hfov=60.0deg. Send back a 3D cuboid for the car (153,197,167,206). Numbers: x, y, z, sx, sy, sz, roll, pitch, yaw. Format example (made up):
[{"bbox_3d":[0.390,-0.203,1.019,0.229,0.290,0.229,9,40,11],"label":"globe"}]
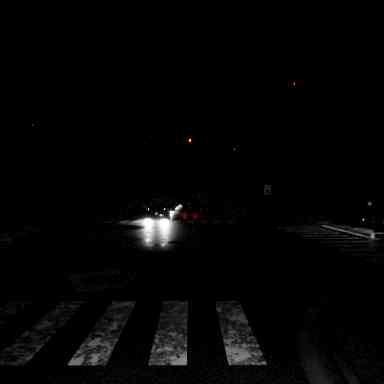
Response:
[{"bbox_3d":[-5.603,1.633,58.186,2.008,1.369,4.403,0,0,0],"label":"car"}]

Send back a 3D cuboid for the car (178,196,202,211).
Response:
[{"bbox_3d":[-0.184,1.538,40.464,2.128,1.511,4.902,0,0,0],"label":"car"}]

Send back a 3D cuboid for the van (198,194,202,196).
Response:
[{"bbox_3d":[2.422,1.424,58.168,1.690,1.788,3.998,0,0,0],"label":"van"}]

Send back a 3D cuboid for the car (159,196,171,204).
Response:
[{"bbox_3d":[-5.578,1.551,69.207,1.967,1.590,4.097,0,0,0],"label":"car"}]

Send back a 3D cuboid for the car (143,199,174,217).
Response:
[{"bbox_3d":[-3.143,1.634,32.022,1.895,1.301,4.718,0,0,1],"label":"car"}]

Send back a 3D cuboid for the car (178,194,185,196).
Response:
[{"bbox_3d":[-3.009,1.584,62.043,2.128,1.511,4.902,0,0,1],"label":"car"}]

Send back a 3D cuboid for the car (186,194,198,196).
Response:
[{"bbox_3d":[-0.096,1.669,66.894,1.994,1.385,4.181,0,0,0],"label":"car"}]

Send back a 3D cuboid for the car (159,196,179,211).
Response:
[{"bbox_3d":[-3.097,1.614,41.978,1.994,1.385,4.181,0,0,1],"label":"car"}]

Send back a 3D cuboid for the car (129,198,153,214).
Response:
[{"bbox_3d":[-5.652,1.480,36.143,1.967,1.590,4.097,0,0,0],"label":"car"}]

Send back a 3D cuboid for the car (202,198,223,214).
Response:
[{"bbox_3d":[2.373,1.606,36.124,1.947,1.339,4.313,0,0,0],"label":"car"}]

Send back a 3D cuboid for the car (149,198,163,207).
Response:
[{"bbox_3d":[-5.615,1.652,52.675,1.802,1.307,4.206,0,0,0],"label":"car"}]

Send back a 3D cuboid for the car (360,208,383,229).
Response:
[{"bbox_3d":[13.042,1.457,20.633,4.892,1.490,1.837,0,0,0],"label":"car"}]

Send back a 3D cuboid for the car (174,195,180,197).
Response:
[{"bbox_3d":[-3.075,1.633,51.962,1.994,1.385,4.181,0,0,0],"label":"car"}]

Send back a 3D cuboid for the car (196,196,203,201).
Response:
[{"bbox_3d":[2.084,1.697,90.093,1.812,1.442,4.674,0,0,0],"label":"car"}]

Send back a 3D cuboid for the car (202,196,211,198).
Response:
[{"bbox_3d":[2.397,1.641,47.147,1.802,1.307,4.206,0,0,0],"label":"car"}]

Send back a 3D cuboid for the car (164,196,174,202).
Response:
[{"bbox_3d":[-5.553,1.694,80.228,2.008,1.369,4.403,0,0,0],"label":"car"}]
